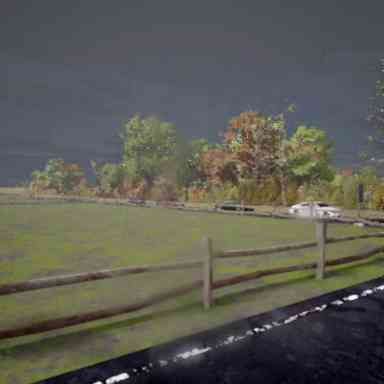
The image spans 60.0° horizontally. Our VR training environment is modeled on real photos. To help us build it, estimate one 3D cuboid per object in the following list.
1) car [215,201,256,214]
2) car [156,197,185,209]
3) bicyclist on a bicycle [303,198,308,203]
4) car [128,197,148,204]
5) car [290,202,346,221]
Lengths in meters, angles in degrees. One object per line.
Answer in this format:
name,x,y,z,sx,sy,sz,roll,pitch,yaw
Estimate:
car,4.699,1.631,36.211,1.895,1.301,4.718,0,0,-35
car,-2.830,1.562,47.124,1.812,1.442,4.674,0,0,-34
bicyclist on a bicycle,12.232,1.481,35.818,1.656,1.620,0.582,0,0,-35
car,-10.266,1.579,62.851,2.033,1.411,5.357,0,0,-35
car,10.436,1.544,27.914,1.812,1.442,4.674,0,0,-35
